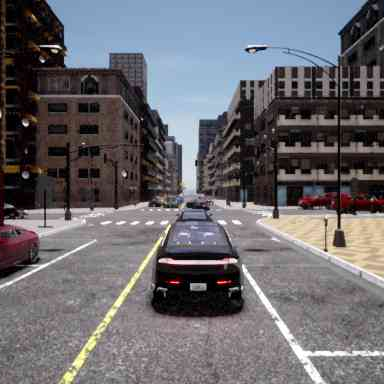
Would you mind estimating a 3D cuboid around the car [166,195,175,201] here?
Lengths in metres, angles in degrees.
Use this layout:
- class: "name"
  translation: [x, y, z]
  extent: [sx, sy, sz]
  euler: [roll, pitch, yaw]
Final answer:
- class: "car"
  translation: [-5.580, 1.477, 85.318]
  extent: [1.967, 1.590, 4.097]
  euler: [0, 0, 0]

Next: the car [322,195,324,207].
- class: "car"
  translation: [16.654, 1.191, 34.956]
  extent: [4.674, 1.442, 1.812]
  euler: [-1, 0, 0]

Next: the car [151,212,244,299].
- class: "car"
  translation: [0.113, 1.491, 8.405]
  extent: [2.128, 1.511, 4.902]
  euler: [0, 0, 0]

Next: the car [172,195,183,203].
- class: "car"
  translation: [-2.919, 1.500, 68.470]
  extent: [1.882, 1.535, 5.008]
  euler: [0, 0, 0]

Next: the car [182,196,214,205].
- class: "car"
  translation: [0.717, 1.575, 41.359]
  extent: [1.994, 1.385, 4.181]
  euler: [0, 0, -21]

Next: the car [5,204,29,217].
- class: "car"
  translation: [-18.130, 1.805, 31.496]
  extent: [4.902, 1.511, 2.128]
  euler: [-1, 0, 0]

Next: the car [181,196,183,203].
- class: "car"
  translation: [-3.005, 1.617, 58.103]
  extent: [1.895, 1.301, 4.718]
  euler: [0, 0, 0]

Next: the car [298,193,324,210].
- class: "car"
  translation: [14.608, 1.013, 37.512]
  extent: [5.009, 1.841, 2.192]
  euler: [-1, 1, 0]

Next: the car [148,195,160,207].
- class: "car"
  translation: [-5.624, 1.578, 51.223]
  extent: [1.947, 1.339, 4.313]
  euler: [0, 0, 0]

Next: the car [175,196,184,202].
- class: "car"
  translation: [-2.898, 1.568, 79.039]
  extent: [2.033, 1.411, 5.357]
  euler: [0, 0, 0]

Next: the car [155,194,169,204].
- class: "car"
  translation: [-5.610, 1.334, 62.588]
  extent: [2.192, 1.841, 5.009]
  euler: [0, 0, 0]

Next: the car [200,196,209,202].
- class: "car"
  translation: [2.786, 1.609, 73.944]
  extent: [1.802, 1.307, 4.206]
  euler: [0, 0, 0]

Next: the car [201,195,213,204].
- class: "car"
  translation: [2.770, 1.459, 62.579]
  extent: [1.967, 1.590, 4.097]
  euler: [0, 0, 0]

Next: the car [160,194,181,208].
- class: "car"
  translation: [-3.003, 1.363, 48.170]
  extent: [2.097, 1.767, 4.553]
  euler: [0, 0, 0]

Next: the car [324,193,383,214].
- class: "car"
  translation: [14.731, 1.028, 29.134]
  extent: [5.009, 1.841, 2.192]
  euler: [-1, 1, 0]

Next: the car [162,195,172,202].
- class: "car"
  translation: [-5.595, 1.467, 73.953]
  extent: [1.967, 1.590, 4.097]
  euler: [0, 0, 0]

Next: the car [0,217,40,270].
- class: "car"
  translation: [-5.730, 1.581, 9.199]
  extent: [1.802, 1.307, 4.206]
  euler: [0, 0, 0]

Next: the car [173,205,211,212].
- class: "car"
  translation: [0.121, 1.564, 17.020]
  extent: [1.994, 1.385, 4.181]
  euler: [0, 0, 0]
